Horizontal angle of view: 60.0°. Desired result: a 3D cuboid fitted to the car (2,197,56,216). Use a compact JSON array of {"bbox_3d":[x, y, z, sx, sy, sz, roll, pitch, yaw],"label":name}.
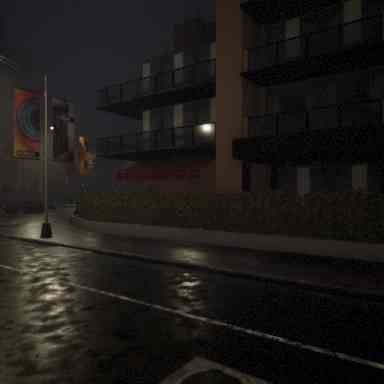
[{"bbox_3d":[-15.598,1.505,32.184,1.837,1.490,4.892,0,0,36],"label":"car"}]
